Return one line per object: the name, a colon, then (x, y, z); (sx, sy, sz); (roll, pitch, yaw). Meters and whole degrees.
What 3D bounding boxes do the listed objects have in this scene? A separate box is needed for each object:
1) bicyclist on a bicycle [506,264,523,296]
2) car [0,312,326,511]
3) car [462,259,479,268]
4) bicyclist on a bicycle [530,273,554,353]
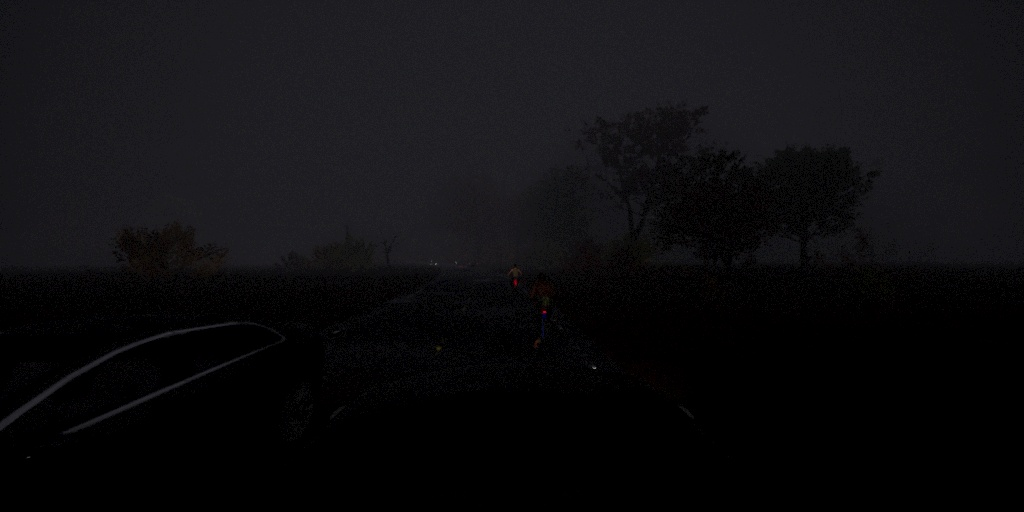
bicyclist on a bicycle: (0.149, 1.187, 18.254); (0.866, 1.612, 1.509); (0, 0, -3)
car: (-3.159, 1.242, 2.405); (2.128, 1.511, 4.902); (0, 0, -1)
car: (-6.675, 1.317, 59.660); (2.033, 1.411, 5.357); (0, 0, -13)
bicyclist on a bicycle: (0.679, 1.203, 7.871); (0.582, 1.620, 1.656); (0, 0, -2)
